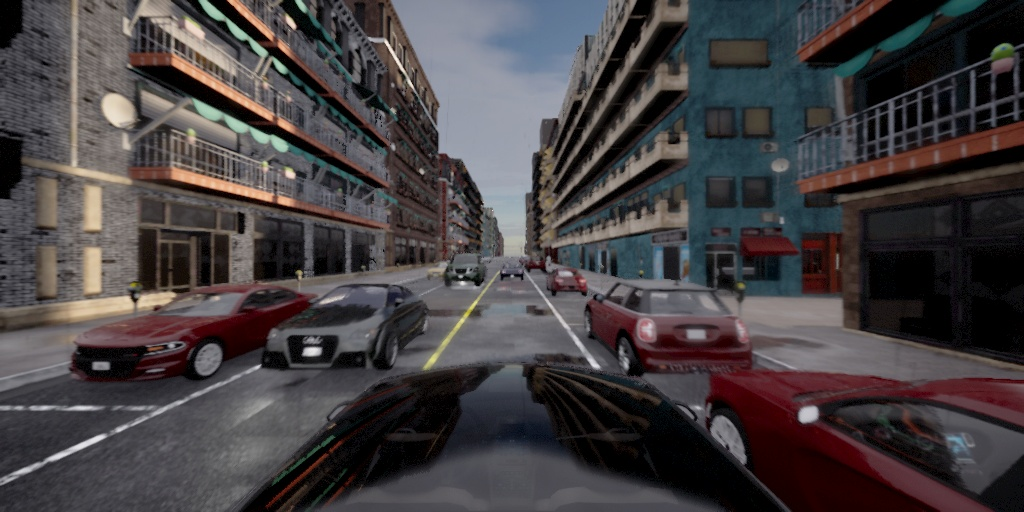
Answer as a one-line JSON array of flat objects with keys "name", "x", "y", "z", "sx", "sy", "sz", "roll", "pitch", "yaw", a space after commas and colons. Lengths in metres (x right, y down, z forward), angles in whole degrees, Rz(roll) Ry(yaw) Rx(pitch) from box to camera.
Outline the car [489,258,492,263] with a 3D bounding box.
[{"name": "car", "x": -3.019, "y": 1.147, "z": 29.964, "sx": 2.033, "sy": 1.411, "sz": 5.357, "roll": 0, "pitch": 0, "yaw": 0}]

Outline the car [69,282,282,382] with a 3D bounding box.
[{"name": "car", "x": -5.689, "y": 1.265, "z": 7.210, "sx": 1.888, "sy": 1.381, "sz": 4.507, "roll": 0, "pitch": 0, "yaw": 0}]

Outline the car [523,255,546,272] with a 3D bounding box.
[{"name": "car", "x": 2.693, "y": 0.860, "z": 40.337, "sx": 2.192, "sy": 1.841, "sz": 5.009, "roll": 0, "pitch": 0, "yaw": 0}]

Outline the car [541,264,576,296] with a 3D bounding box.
[{"name": "car", "x": 2.693, "y": 1.244, "z": 18.243, "sx": 1.802, "sy": 1.307, "sz": 4.207, "roll": 0, "pitch": 0, "yaw": 0}]

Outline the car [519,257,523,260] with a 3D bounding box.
[{"name": "car", "x": 0.065, "y": 1.124, "z": 44.569, "sx": 1.895, "sy": 1.301, "sz": 4.718, "roll": 0, "pitch": 0, "yaw": 0}]

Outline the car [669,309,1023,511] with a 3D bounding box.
[{"name": "car", "x": 2.692, "y": 1.296, "z": 1.673, "sx": 1.888, "sy": 1.381, "sz": 4.507, "roll": 0, "pitch": 0, "yaw": 0}]

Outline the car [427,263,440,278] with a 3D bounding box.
[{"name": "car", "x": -5.689, "y": 1.128, "z": 29.134, "sx": 1.751, "sy": 1.417, "sz": 4.829, "roll": 0, "pitch": 0, "yaw": 0}]

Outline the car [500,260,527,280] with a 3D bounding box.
[{"name": "car", "x": 0.019, "y": 1.206, "z": 28.845, "sx": 1.895, "sy": 1.301, "sz": 4.718, "roll": 0, "pitch": 0, "yaw": 0}]

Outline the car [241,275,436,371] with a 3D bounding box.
[{"name": "car", "x": -3.098, "y": 1.282, "z": 7.552, "sx": 1.994, "sy": 1.385, "sz": 4.181, "roll": 0, "pitch": 0, "yaw": 0}]

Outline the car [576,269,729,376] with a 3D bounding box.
[{"name": "car", "x": 2.692, "y": 1.160, "z": 7.197, "sx": 1.967, "sy": 1.591, "sz": 4.097, "roll": 0, "pitch": 0, "yaw": 0}]

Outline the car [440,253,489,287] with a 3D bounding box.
[{"name": "car", "x": -3.001, "y": 0.839, "z": 23.771, "sx": 2.150, "sy": 2.045, "sz": 5.566, "roll": 0, "pitch": 0, "yaw": 0}]
